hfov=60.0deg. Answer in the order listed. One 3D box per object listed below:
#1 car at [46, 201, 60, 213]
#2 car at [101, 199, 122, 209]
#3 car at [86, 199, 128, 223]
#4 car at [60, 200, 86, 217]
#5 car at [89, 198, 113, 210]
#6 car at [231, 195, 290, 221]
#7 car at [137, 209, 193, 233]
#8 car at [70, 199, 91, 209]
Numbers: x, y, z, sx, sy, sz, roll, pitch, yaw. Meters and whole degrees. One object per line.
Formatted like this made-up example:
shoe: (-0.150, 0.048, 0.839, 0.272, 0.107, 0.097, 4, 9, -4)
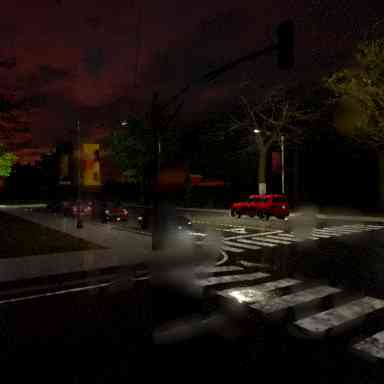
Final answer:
car: (-18.846, 2.036, 46.139, 1.882, 1.535, 5.008, -1, 0, -35)
car: (-13.426, 1.969, 55.647, 1.994, 1.385, 4.181, -1, 0, -35)
car: (-7.475, 1.717, 29.819, 2.097, 1.767, 4.553, -1, 0, -35)
car: (-13.087, 1.812, 37.837, 2.097, 1.767, 4.553, -1, 0, -35)
car: (-13.791, 1.783, 50.392, 2.097, 1.767, 4.553, -1, 0, -35)
car: (5.678, 1.303, 28.194, 2.150, 2.045, 5.566, -1, 0, -33)
car: (-1.975, 1.820, 22.069, 2.033, 1.411, 5.357, -1, 0, -29)
car: (-19.655, 2.080, 58.701, 2.033, 1.411, 5.357, -1, 0, -35)
